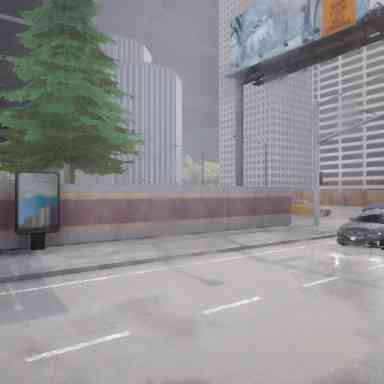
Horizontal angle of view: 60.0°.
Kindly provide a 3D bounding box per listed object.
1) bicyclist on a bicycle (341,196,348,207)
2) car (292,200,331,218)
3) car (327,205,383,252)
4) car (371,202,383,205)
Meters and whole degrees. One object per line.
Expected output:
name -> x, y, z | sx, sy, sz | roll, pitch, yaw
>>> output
bicyclist on a bicycle -> 21.243, 1.301, 46.301 | 1.656, 1.620, 0.582 | 0, 0, -35
car -> 10.381, 1.478, 30.518 | 1.882, 1.535, 5.008 | 0, 0, -35
car -> 8.013, 1.504, 13.939 | 4.892, 1.490, 1.837 | 0, 1, -36
car -> 16.696, 1.525, 27.650 | 1.812, 1.442, 4.674 | 0, 0, -35
